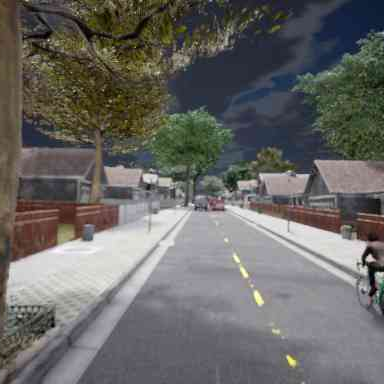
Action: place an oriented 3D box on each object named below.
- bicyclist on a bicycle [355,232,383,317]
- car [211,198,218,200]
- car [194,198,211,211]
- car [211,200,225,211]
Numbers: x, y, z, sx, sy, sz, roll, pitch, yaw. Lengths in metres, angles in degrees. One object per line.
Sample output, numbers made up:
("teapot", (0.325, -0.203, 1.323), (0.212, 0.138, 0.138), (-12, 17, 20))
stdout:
("bicyclist on a bicycle", (3.616, 1.633, 6.503), (0.582, 1.620, 1.656), (1, -1, 2))
("car", (4.881, 2.398, 72.986), (2.150, 2.045, 5.566), (1, -1, 2))
("car", (1.506, 2.034, 54.452), (2.150, 2.045, 5.566), (1, -1, 2))
("car", (4.454, 2.474, 55.989), (1.994, 1.385, 4.181), (1, -1, 2))
